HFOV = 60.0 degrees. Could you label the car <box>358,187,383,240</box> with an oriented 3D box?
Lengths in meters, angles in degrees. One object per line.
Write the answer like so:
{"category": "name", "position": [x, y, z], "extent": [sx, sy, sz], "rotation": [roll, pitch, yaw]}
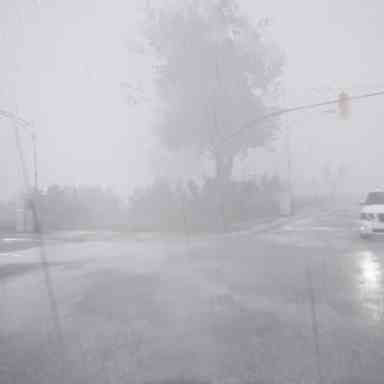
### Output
{"category": "car", "position": [8.546, 0.811, 14.194], "extent": [2.150, 2.045, 5.566], "rotation": [-3, 0, 33]}
